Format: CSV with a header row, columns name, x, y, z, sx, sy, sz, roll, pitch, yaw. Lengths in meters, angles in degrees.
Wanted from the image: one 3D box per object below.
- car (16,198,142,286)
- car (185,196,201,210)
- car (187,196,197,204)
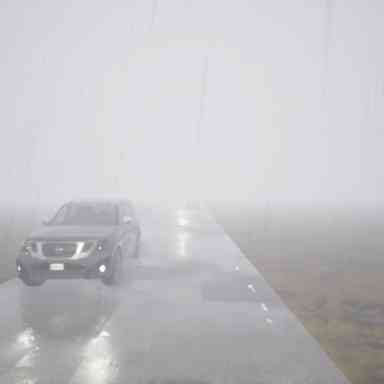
name,x,y,z,sx,sy,sz,roll,pitch,yaw
car,-2.856,1.229,9.792,2.150,2.045,5.566,0,0,0
car,0.070,1.505,43.469,1.812,1.442,4.674,0,0,0
car,0.056,1.486,62.521,1.812,1.442,4.674,0,0,0
